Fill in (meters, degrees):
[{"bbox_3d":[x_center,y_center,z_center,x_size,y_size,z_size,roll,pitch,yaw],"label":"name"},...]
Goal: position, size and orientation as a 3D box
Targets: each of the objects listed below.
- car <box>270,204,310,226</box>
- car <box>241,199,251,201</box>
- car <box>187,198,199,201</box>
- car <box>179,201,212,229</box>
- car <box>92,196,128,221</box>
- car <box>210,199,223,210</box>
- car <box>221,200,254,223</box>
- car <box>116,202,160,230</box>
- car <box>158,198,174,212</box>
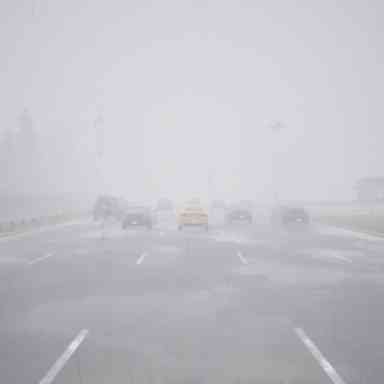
[{"bbox_3d":[7.112,1.633,24.518,1.837,1.490,4.892,0,0,0],"label":"car"},{"bbox_3d":[7.122,1.740,45.006,1.837,1.490,4.892,0,0,0],"label":"car"},{"bbox_3d":[0.120,1.574,42.723,2.097,1.767,4.553,0,0,0],"label":"car"},{"bbox_3d":[0.110,1.595,22.468,1.882,1.535,5.008,0,0,0],"label":"car"},{"bbox_3d":[-6.886,1.370,28.665,2.150,2.045,5.566,0,-1,0],"label":"car"},{"bbox_3d":[3.623,1.721,46.776,1.882,1.535,5.008,0,0,0],"label":"car"},{"bbox_3d":[3.614,1.663,26.434,1.812,1.442,4.674,0,0,0],"label":"car"},{"bbox_3d":[-3.388,1.640,21.906,1.812,1.442,4.674,0,0,0],"label":"car"},{"bbox_3d":[-3.379,1.573,42.571,2.097,1.767,4.553,0,0,0],"label":"car"}]
